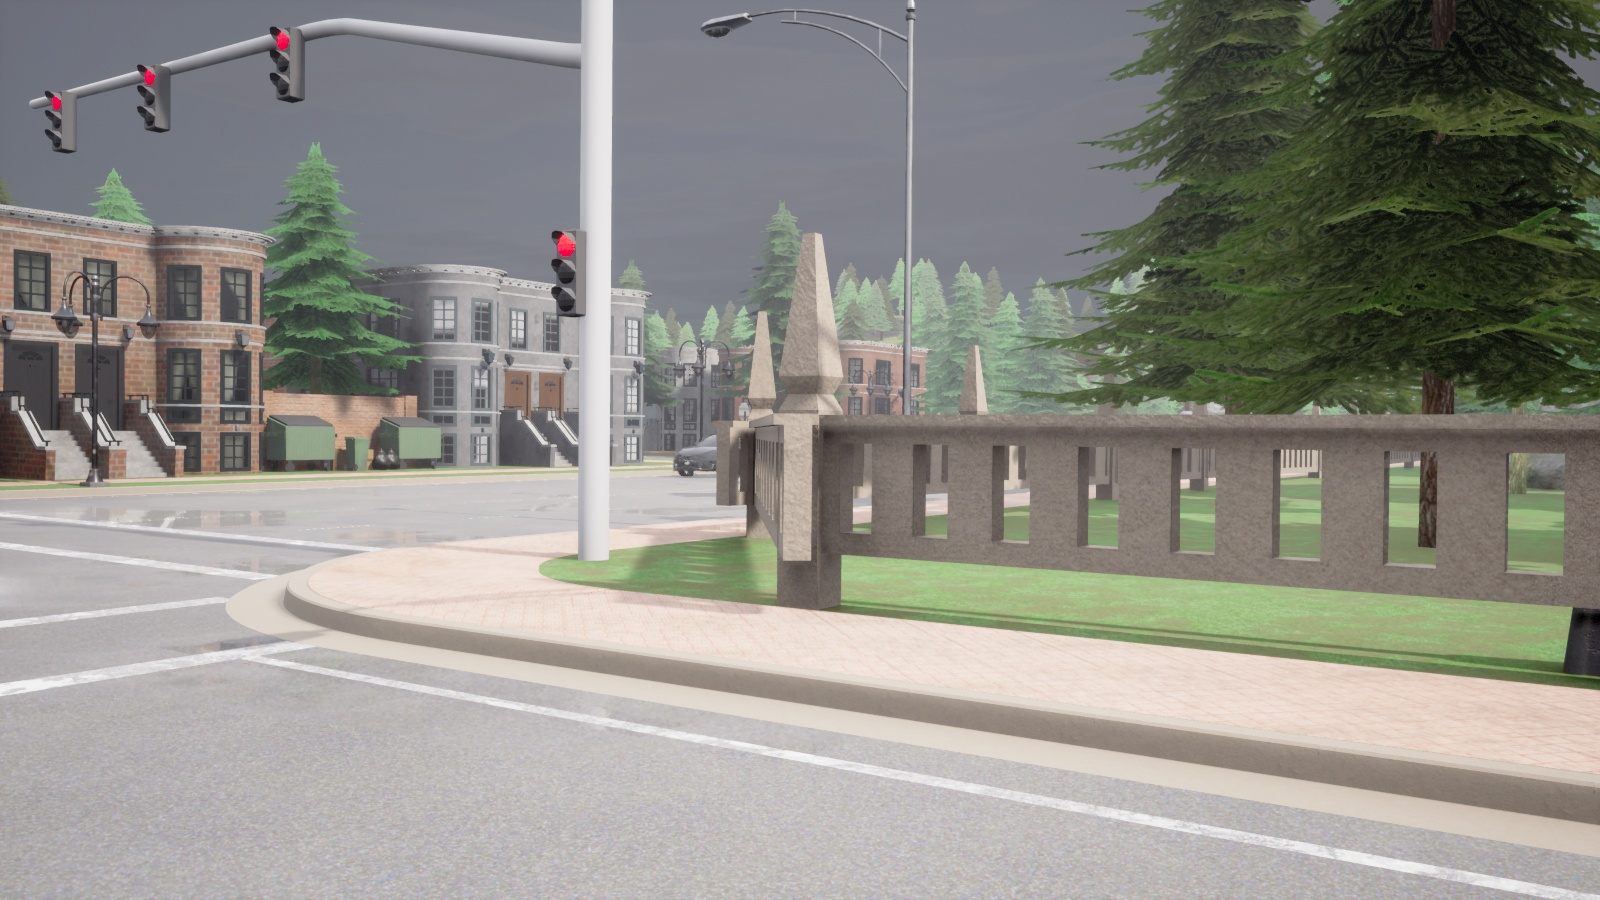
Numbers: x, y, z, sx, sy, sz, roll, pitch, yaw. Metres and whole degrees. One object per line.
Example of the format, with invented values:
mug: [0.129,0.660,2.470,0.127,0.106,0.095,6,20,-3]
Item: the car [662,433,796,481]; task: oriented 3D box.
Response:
car: [-2.259,0.189,41.565,1.837,1.490,4.892,0,1,34]
